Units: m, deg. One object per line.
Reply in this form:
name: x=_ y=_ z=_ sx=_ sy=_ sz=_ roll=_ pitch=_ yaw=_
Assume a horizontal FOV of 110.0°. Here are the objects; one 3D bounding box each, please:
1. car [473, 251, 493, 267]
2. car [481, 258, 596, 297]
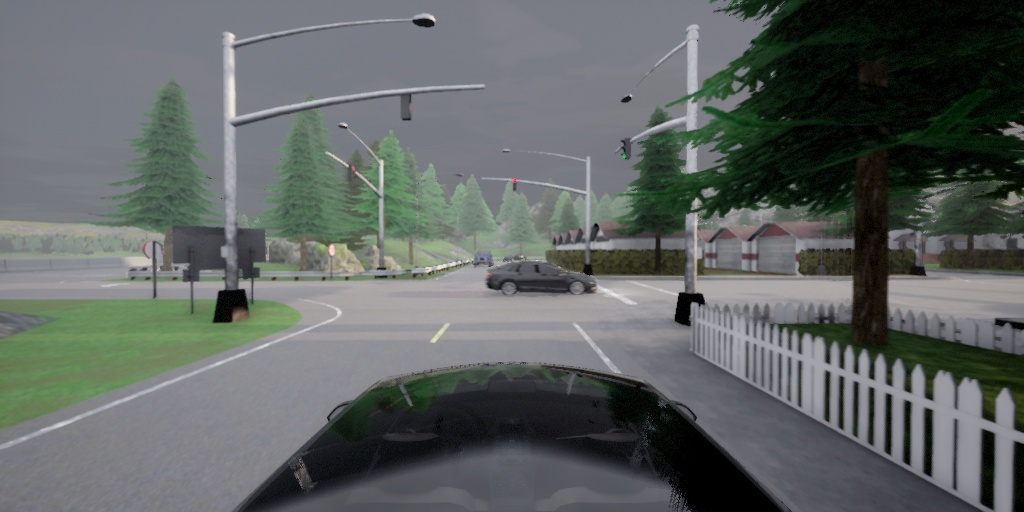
car: x=-3.663 y=0.308 z=46.418 sx=2.150 sy=2.045 sz=5.566 roll=0 pitch=1 yaw=0
car: x=1.263 y=1.010 z=15.951 sx=4.892 sy=1.490 sz=1.837 roll=1 pitch=1 yaw=-1
